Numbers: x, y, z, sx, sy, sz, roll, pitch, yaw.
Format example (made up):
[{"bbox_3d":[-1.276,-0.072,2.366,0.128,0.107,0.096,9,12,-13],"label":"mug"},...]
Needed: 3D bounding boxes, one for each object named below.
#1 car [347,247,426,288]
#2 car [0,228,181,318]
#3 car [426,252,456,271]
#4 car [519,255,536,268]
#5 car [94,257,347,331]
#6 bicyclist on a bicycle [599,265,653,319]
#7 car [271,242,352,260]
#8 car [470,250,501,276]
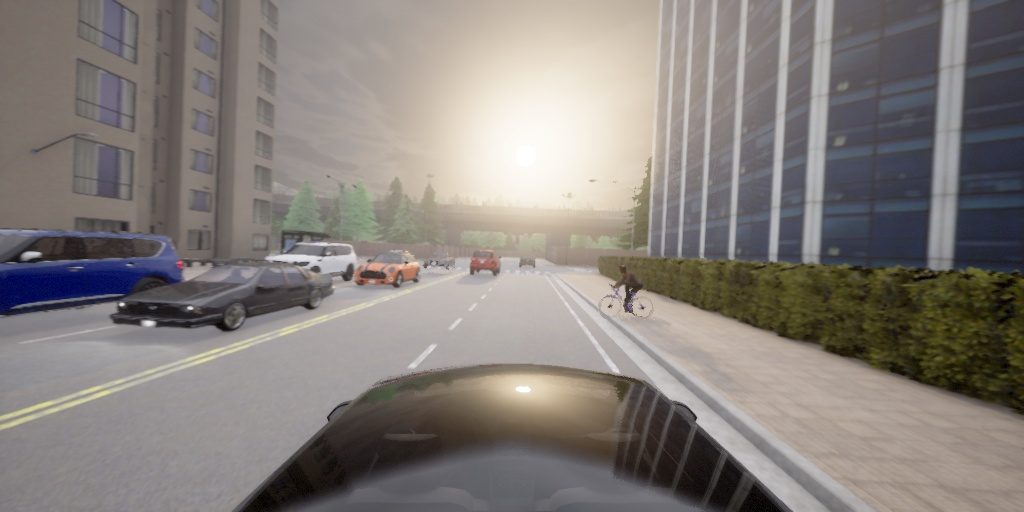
[{"bbox_3d":[-6.395,0.597,18.945,2.097,1.767,4.553,3,1,3],"label":"car"},{"bbox_3d":[-10.403,0.415,7.819,2.150,2.045,5.566,3,1,2],"label":"car"},{"bbox_3d":[-5.841,0.351,29.374,1.994,1.385,4.181,3,1,3],"label":"car"},{"bbox_3d":[2.121,0.593,48.854,2.097,1.767,4.553,3,1,3],"label":"car"},{"bbox_3d":[-6.842,0.886,9.532,2.033,1.411,5.357,3,1,3],"label":"car"},{"bbox_3d":[3.501,1.101,10.945,1.656,1.620,0.582,2,1,3],"label":"bicyclist on a bicycle"},{"bbox_3d":[-9.927,0.312,18.170,2.150,2.045,5.566,3,1,2],"label":"car"},{"bbox_3d":[-2.194,0.520,30.601,2.150,2.045,5.566,3,1,3],"label":"car"}]
